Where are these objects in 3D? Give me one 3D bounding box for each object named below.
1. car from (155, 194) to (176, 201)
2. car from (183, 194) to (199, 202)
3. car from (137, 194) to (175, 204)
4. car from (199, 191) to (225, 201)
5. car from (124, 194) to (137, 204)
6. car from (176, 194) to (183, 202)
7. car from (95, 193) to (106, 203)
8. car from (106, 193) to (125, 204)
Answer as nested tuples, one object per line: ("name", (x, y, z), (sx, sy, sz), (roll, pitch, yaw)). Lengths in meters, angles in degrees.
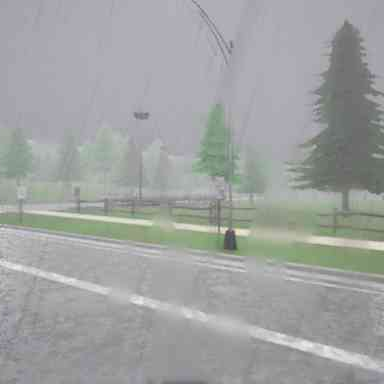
("car", (-5.482, 1.159, 69.013), (1.994, 1.385, 4.181), (1, 0, 35))
("car", (1.025, 1.155, 66.124), (2.128, 1.511, 4.902), (1, 0, 36))
("car", (-5.392, 1.247, 51.014), (2.033, 1.411, 5.357), (1, 0, 35))
("car", (4.301, 0.897, 64.710), (2.150, 2.045, 5.566), (1, 0, 36))
("car", (-8.210, 1.234, 53.074), (1.994, 1.385, 4.181), (1, 0, 35))
("car", (-2.182, 1.173, 67.633), (2.033, 1.411, 5.357), (1, 0, 35))
("car", (-14.234, 0.960, 56.648), (2.097, 1.767, 4.553), (1, 0, 36))
("car", (-11.208, 1.116, 54.884), (1.882, 1.535, 5.008), (1, 0, 36))
